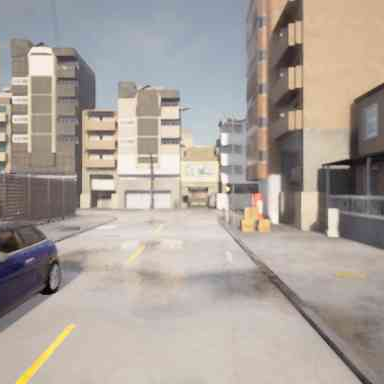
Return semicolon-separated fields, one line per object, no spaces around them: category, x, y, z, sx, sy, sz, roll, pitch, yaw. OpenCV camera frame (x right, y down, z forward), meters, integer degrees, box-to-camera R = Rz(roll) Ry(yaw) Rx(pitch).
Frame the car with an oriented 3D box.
car;-4.083;1.358;5.803;2.097;1.767;4.553;0;0;0
